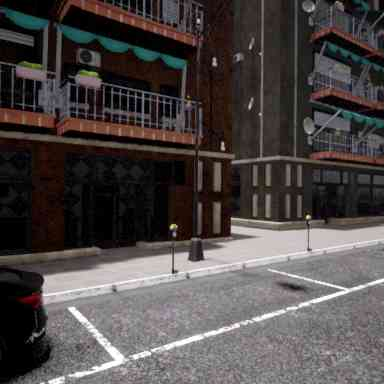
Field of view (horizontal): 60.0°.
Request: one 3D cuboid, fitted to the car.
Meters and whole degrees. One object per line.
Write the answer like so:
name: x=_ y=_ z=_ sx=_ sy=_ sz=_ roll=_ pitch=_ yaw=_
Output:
car: x=-3.947 y=1.566 z=3.747 sx=4.313 sy=1.339 sz=1.947 roll=0 pitch=1 yaw=-35
